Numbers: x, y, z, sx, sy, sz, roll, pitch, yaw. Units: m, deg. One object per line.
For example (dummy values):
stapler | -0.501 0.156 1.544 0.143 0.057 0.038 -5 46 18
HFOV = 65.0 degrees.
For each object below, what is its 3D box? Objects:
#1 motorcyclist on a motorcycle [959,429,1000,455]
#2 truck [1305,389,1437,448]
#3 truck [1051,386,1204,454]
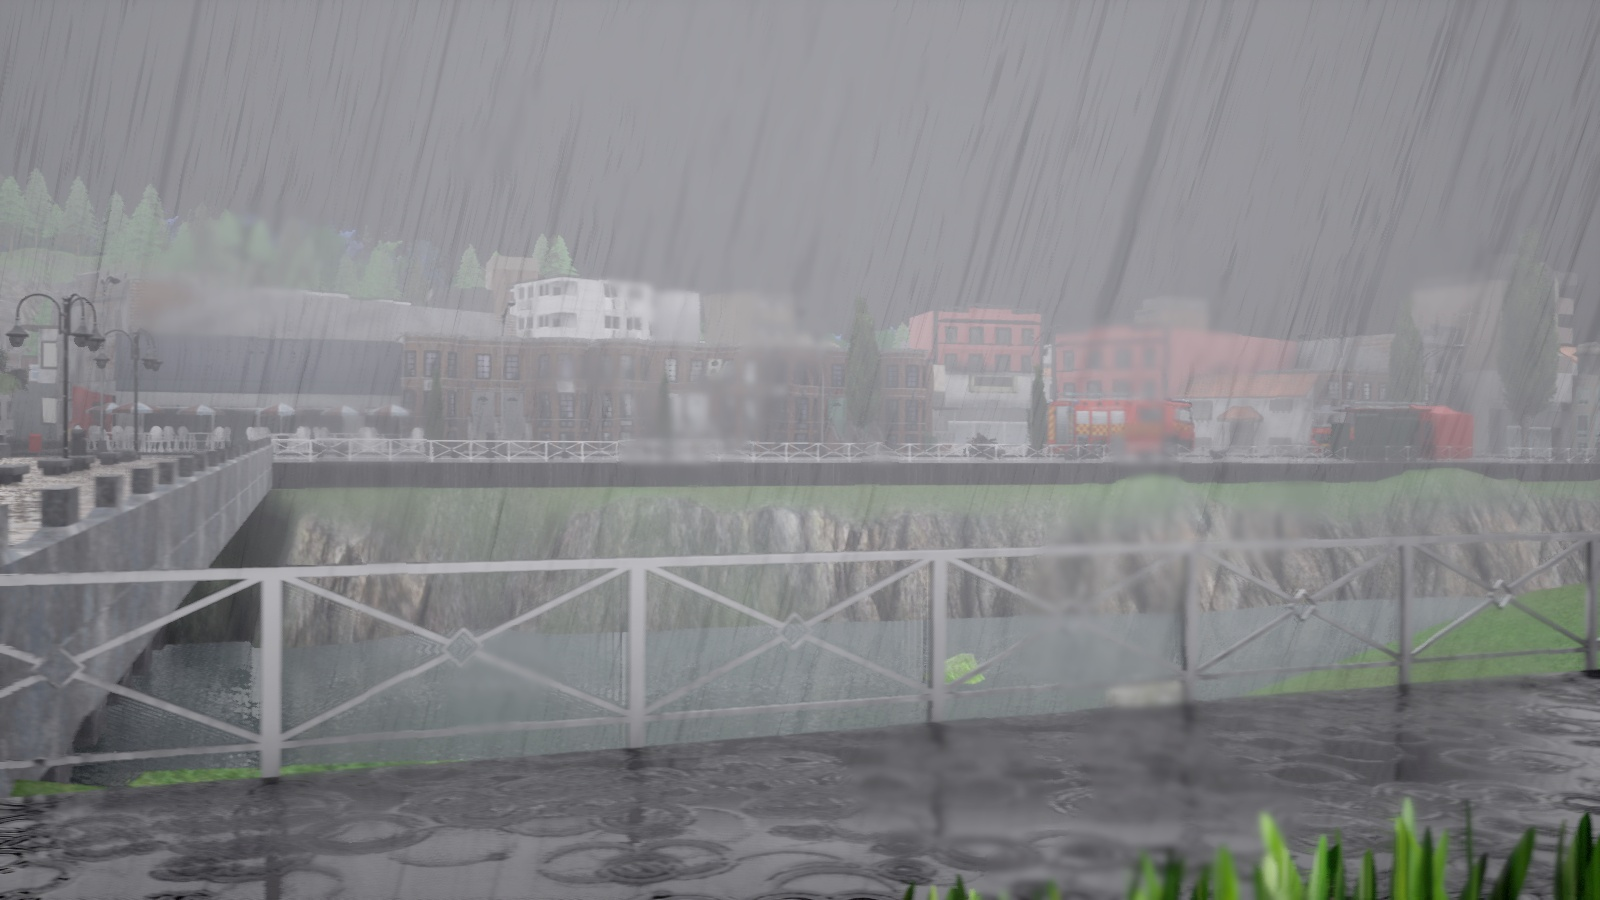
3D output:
motorcyclist on a motorcycle | 10.544 -0.481 73.762 2.191 1.530 0.866 -1 1 -21
truck | 38.345 -2.153 84.311 8.468 3.827 2.891 -1 1 -21
truck | 18.967 -1.754 72.670 8.468 3.827 2.891 -1 1 -21
